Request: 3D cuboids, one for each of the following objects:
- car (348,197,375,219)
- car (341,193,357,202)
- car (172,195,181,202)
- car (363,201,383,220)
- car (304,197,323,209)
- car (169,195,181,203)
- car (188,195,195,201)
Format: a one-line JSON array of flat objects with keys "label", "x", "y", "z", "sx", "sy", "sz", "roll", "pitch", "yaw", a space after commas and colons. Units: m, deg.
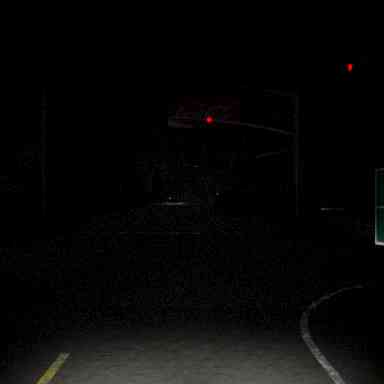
[{"label": "car", "x": 14.316, "y": 1.505, "z": 25.001, "sx": 3.866, "sy": 1.878, "sz": 1.905, "roll": 0, "pitch": 0, "yaw": 0}, {"label": "car", "x": 34.755, "y": 1.489, "z": 71.902, "sx": 2.007, "sy": 1.523, "sz": 4.514, "roll": 0, "pitch": 0, "yaw": 0}, {"label": "car", "x": -3.603, "y": 1.540, "z": 78.927, "sx": 2.033, "sy": 1.411, "sz": 5.357, "roll": 0, "pitch": 0, "yaw": 0}, {"label": "car", "x": 18.631, "y": 1.672, "z": 30.680, "sx": 4.611, "sy": 1.667, "sz": 2.242, "roll": 0, "pitch": 0, "yaw": 0}, {"label": "car", "x": 16.555, "y": 1.755, "z": 47.801, "sx": 4.181, "sy": 1.385, "sz": 1.994, "roll": 0, "pitch": 0, "yaw": 0}, {"label": "car", "x": -3.598, "y": 1.352, "z": 68.605, "sx": 2.097, "sy": 1.767, "sz": 4.553, "roll": 0, "pitch": 0, "yaw": 0}, {"label": "car", "x": -0.113, "y": 1.552, "z": 86.348, "sx": 1.994, "sy": 1.385, "sz": 4.181, "roll": 0, "pitch": 0, "yaw": 0}]
